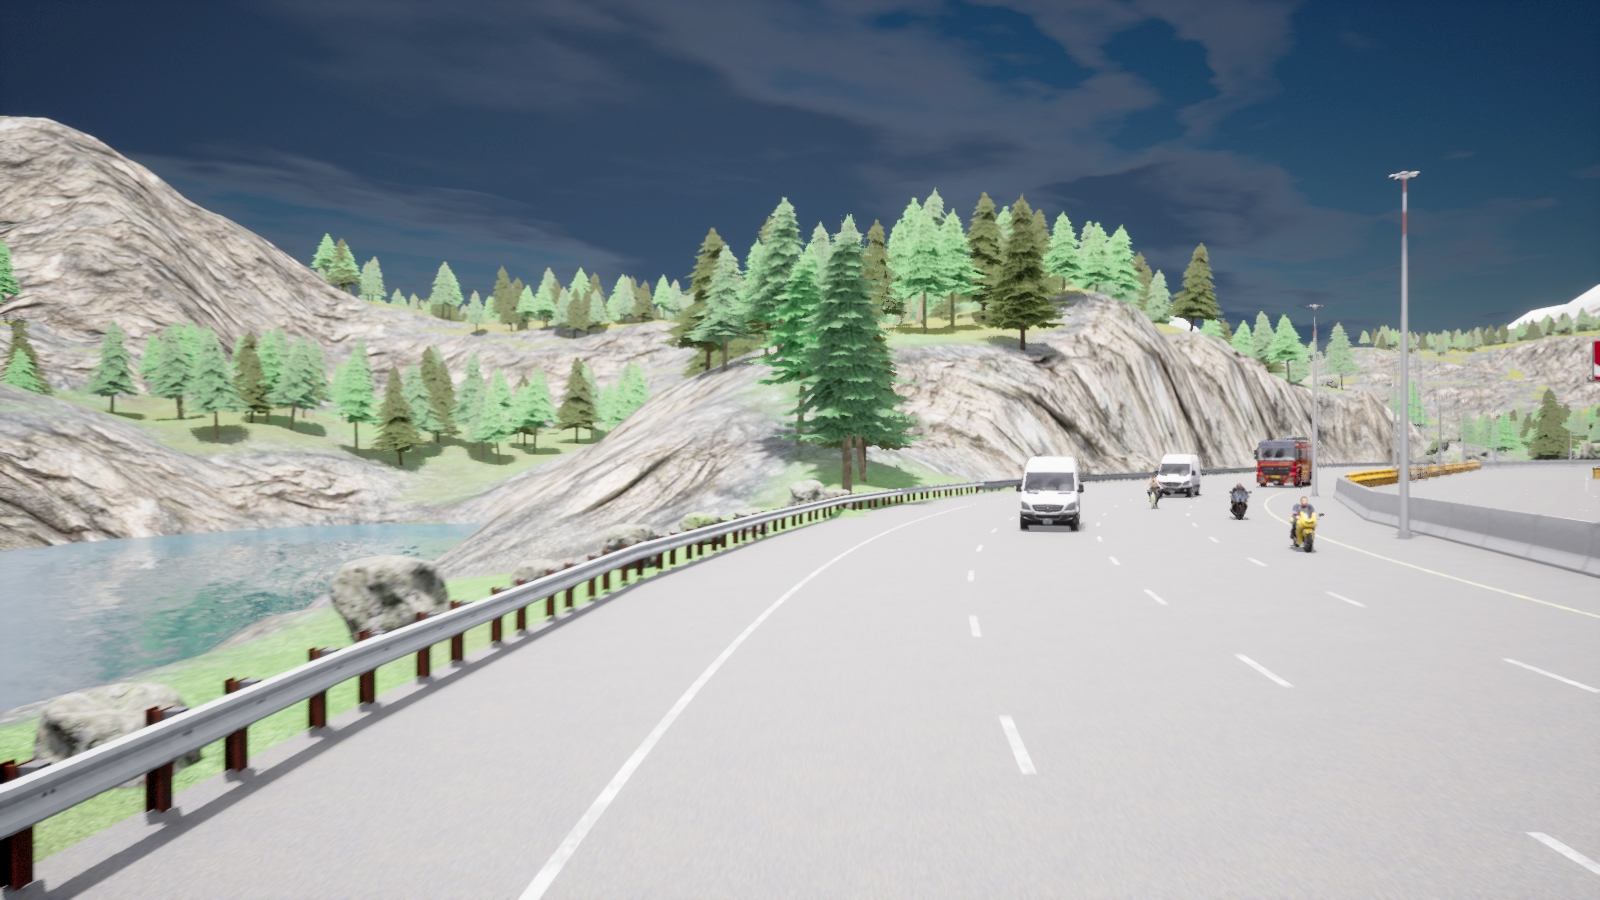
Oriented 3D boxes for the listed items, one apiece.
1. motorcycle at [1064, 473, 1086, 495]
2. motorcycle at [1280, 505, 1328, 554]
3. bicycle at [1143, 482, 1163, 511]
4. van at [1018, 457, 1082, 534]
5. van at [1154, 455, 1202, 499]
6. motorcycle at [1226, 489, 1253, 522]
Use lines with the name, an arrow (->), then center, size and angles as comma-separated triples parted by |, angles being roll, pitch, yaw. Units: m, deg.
motorcycle -> 17.816, 2.170, 73.972 | 0.764, 1.325, 2.356 | 1, 0, 30
motorcycle -> 14.019, 2.197, 31.839 | 0.803, 1.217, 2.033 | 1, 0, 12
bicycle -> 16.722, 2.172, 54.072 | 0.859, 1.295, 1.487 | 0, 0, 20
van -> 9.136, 1.547, 41.433 | 1.988, 2.561, 5.915 | 0, 0, 15
van -> 22.959, 1.567, 69.237 | 1.988, 2.561, 5.915 | 0, 0, 26
motorcycle -> 17.780, 2.230, 46.268 | 0.867, 1.251, 2.209 | 0, 0, 17
